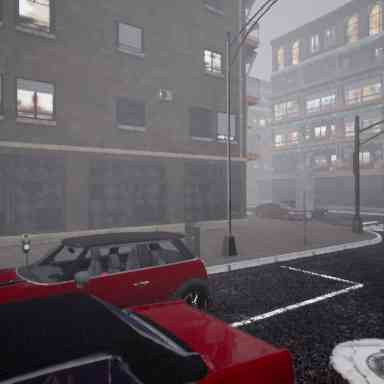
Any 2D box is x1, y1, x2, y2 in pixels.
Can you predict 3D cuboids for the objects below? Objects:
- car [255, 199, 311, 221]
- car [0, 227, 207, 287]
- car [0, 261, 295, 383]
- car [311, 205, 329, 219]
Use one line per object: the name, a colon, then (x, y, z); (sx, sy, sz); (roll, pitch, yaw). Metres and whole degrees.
car: (6.792, 1.470, 26.182); (1.802, 1.307, 4.206); (0, 0, -35)
car: (-1.698, 1.440, 5.407); (4.097, 1.590, 1.967); (0, 0, -35)
car: (-1.504, 1.601, 2.305); (4.718, 1.301, 1.895); (0, 0, -35)
car: (8.879, 1.345, 27.703); (1.882, 1.535, 5.008); (-1, 1, -35)
